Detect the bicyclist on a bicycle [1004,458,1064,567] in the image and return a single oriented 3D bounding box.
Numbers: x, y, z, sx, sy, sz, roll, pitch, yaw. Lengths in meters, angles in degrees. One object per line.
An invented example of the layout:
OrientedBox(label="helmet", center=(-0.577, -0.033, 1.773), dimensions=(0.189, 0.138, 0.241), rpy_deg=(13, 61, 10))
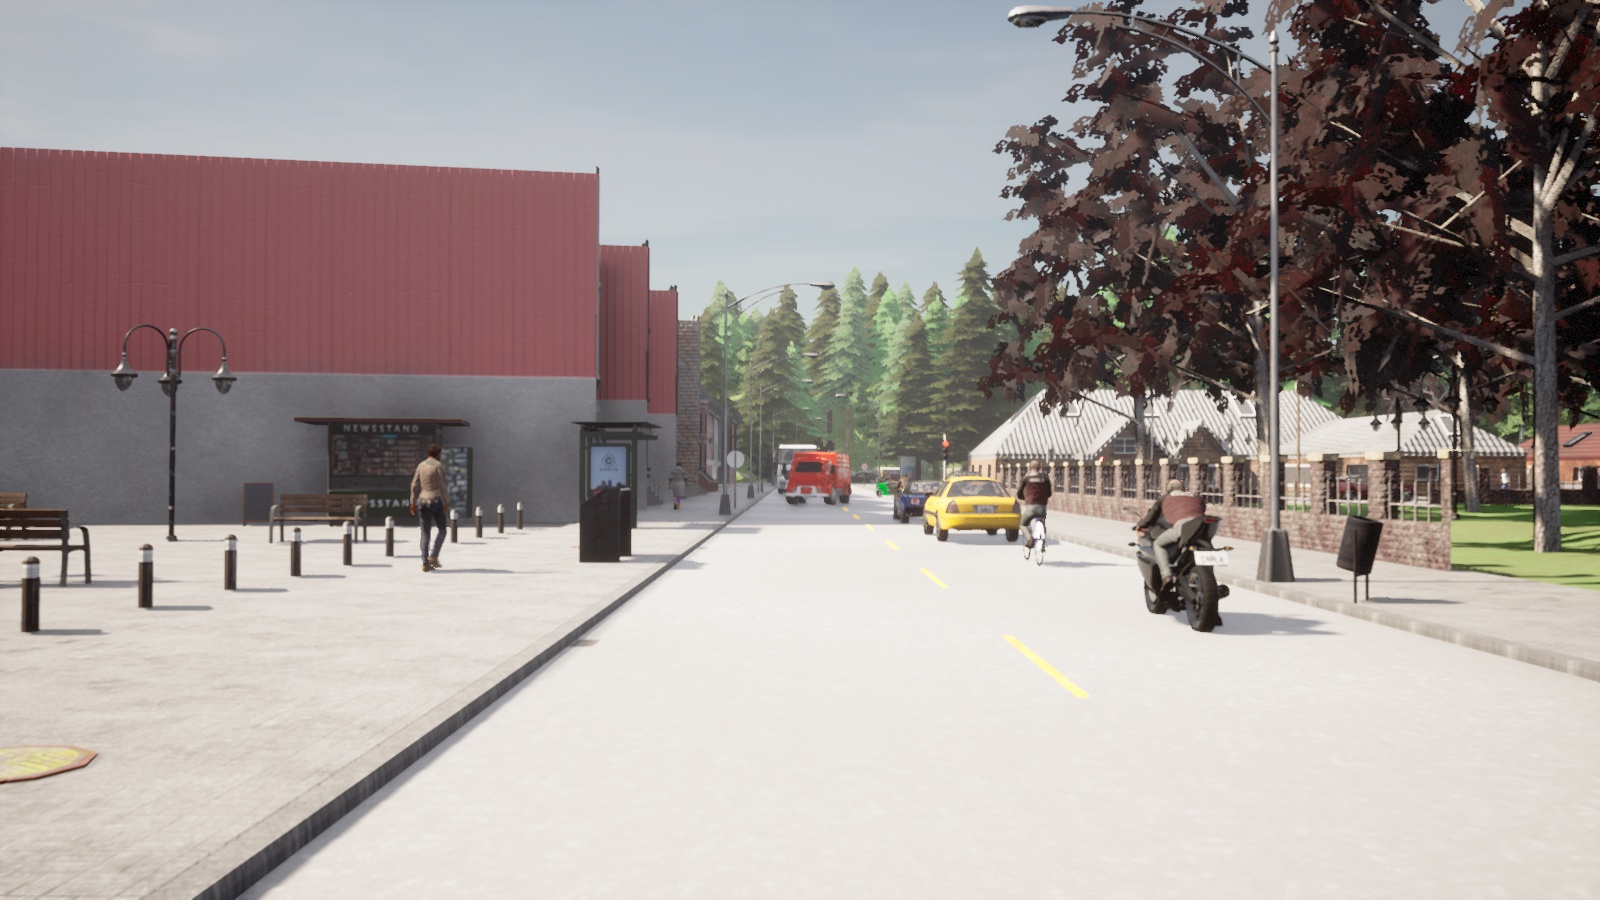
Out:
OrientedBox(label="bicyclist on a bicycle", center=(3.965, 1.025, 21.389), dimensions=(0.659, 1.776, 1.843), rpy_deg=(0, 0, 0))

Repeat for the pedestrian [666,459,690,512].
OrientedBox(label="pedestrian", center=(-4.556, 1.325, 46.954), dimensions=(0.659, 1.952, 0.873), rpy_deg=(0, -1, 10))

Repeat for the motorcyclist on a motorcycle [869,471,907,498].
OrientedBox(label="motorcyclist on a motorcycle", center=(5.043, 1.976, 71.889), dimensions=(2.044, 1.523, 0.797), rpy_deg=(-1, -5, 44))

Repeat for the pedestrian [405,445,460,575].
OrientedBox(label="pedestrian", center=(-5.243, 0.844, 17.940), dimensions=(0.328, 1.805, 0.869), rpy_deg=(-1, -1, 16))

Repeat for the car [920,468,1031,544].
OrientedBox(label="car", center=(3.956, 1.224, 29.155), dimensions=(1.801, 1.575, 5.366), rpy_deg=(0, -1, 0))

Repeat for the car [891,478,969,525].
OrientedBox(label="car", center=(3.946, 1.546, 38.779), dimensions=(1.895, 1.301, 4.718), rpy_deg=(0, -1, 0))

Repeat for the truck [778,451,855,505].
OrientedBox(label="truck", center=(0.855, 1.322, 59.894), dimensions=(2.627, 2.467, 5.204), rpy_deg=(0, -1, 13))

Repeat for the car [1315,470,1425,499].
OrientedBox(label="car", center=(29.887, 1.795, 65.941), dimensions=(4.792, 1.488, 2.163), rpy_deg=(0, -1, -2))

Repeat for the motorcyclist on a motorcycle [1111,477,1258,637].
OrientedBox(label="motorcyclist on a motorcycle", center=(3.975, 1.054, 13.198), dimensions=(0.866, 1.530, 2.191), rpy_deg=(0, -1, 0))

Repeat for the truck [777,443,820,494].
OrientedBox(label="truck", center=(-0.118, 1.313, 88.760), dimensions=(2.891, 3.462, 7.936), rpy_deg=(0, -1, 0))
